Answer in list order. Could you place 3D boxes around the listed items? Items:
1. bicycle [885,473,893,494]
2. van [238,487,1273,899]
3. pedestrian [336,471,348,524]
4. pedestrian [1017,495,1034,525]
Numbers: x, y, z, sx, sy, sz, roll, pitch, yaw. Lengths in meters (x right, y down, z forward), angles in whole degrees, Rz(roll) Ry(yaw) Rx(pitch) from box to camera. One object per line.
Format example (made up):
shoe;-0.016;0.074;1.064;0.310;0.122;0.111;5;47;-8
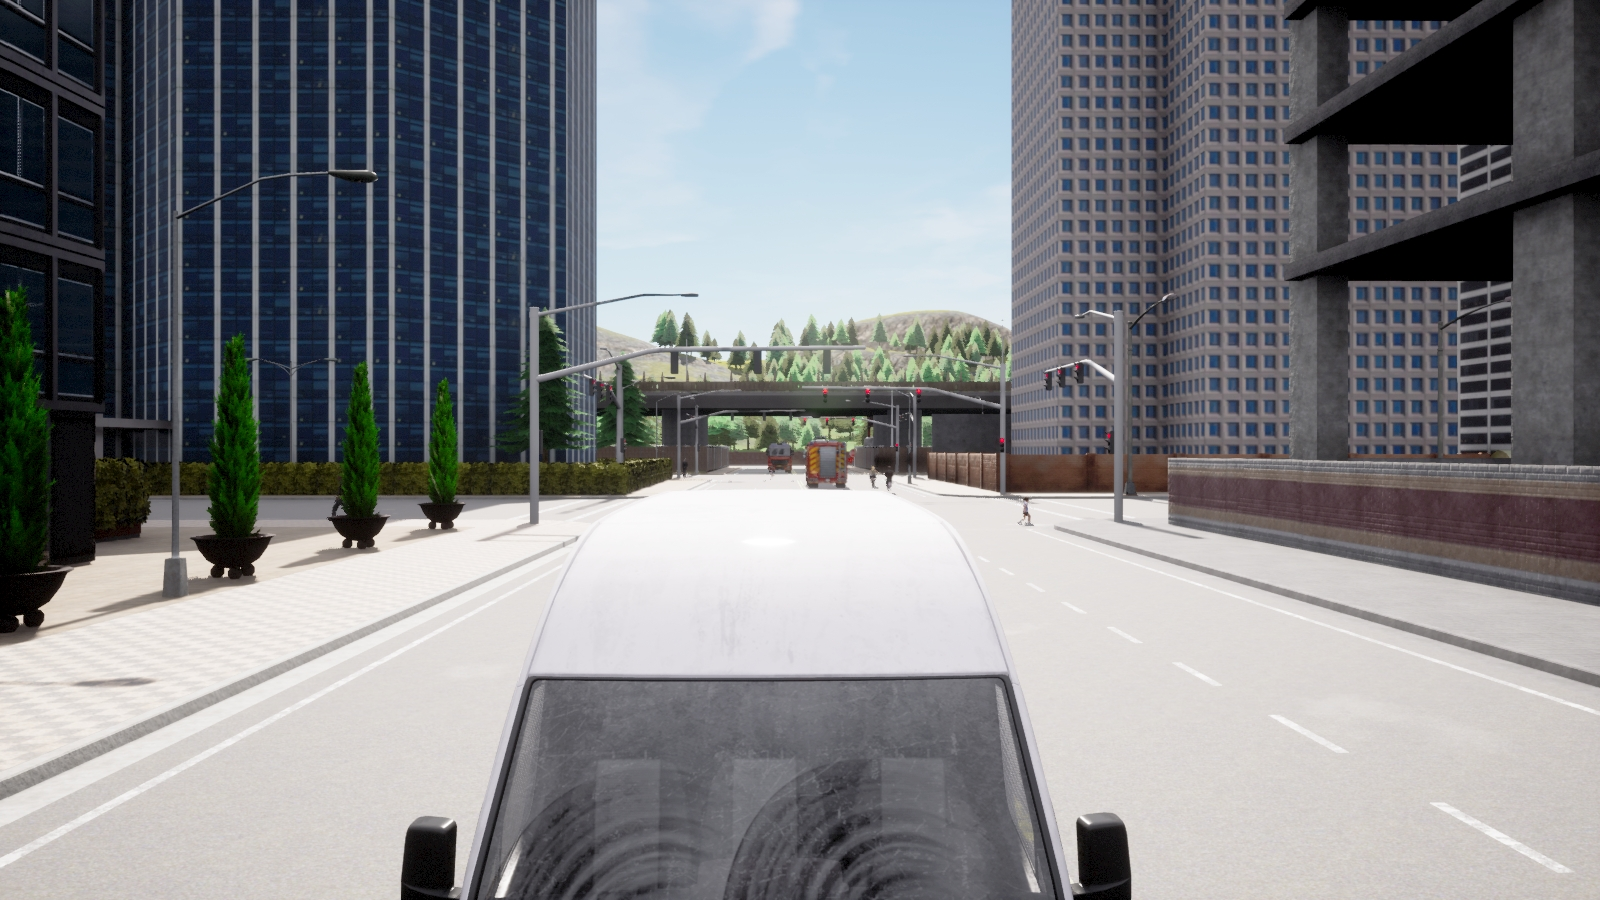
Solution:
bicycle;5.685;2.160;73.161;0.329;1.271;1.835;0;0;-1
van;-0.128;1.535;5.152;1.988;2.561;5.915;0;0;-1
pedestrian;-16.416;1.696;40.958;0.375;1.860;0.375;0;0;-27
pedestrian;8.398;2.228;42.619;0.500;1.100;0.500;0;0;-5
